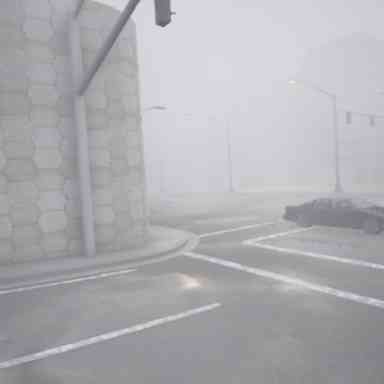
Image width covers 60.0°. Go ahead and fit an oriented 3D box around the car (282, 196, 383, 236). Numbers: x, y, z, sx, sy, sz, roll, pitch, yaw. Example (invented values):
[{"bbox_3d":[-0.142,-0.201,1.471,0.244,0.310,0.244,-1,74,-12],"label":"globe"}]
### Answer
[{"bbox_3d":[6.429,0.893,14.230,2.033,1.411,5.357,-5,3,-35],"label":"car"}]
